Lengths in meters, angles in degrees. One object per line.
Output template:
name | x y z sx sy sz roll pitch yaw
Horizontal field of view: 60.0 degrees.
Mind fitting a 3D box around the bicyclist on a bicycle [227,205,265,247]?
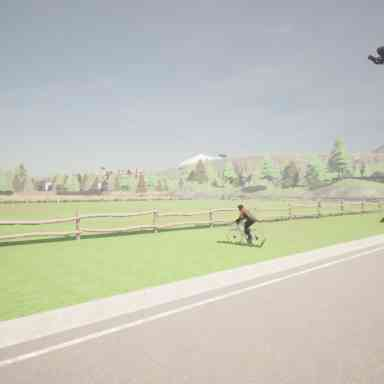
bicyclist on a bicycle | 2.060 1.314 12.921 1.656 1.620 0.582 -3 -2 38
